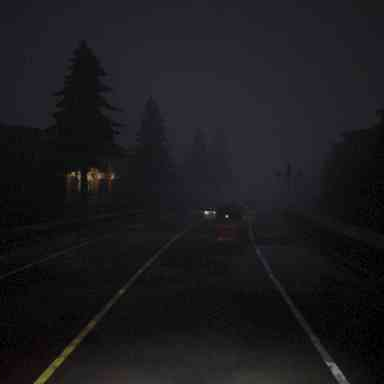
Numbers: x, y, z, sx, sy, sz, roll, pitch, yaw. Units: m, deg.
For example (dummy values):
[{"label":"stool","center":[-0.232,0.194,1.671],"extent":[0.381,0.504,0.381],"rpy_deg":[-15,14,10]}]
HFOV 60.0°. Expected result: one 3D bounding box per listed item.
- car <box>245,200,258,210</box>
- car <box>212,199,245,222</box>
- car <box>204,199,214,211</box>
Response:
[{"label":"car","center":[7.308,1.623,42.554],"extent":[1.895,1.301,4.718],"rpy_deg":[0,0,18]},{"label":"car","center":[2.997,1.514,26.405],"extent":[1.837,1.490,4.892],"rpy_deg":[0,0,11]},{"label":"car","center":[2.954,1.560,41.187],"extent":[2.033,1.411,5.357],"rpy_deg":[0,0,17]}]
